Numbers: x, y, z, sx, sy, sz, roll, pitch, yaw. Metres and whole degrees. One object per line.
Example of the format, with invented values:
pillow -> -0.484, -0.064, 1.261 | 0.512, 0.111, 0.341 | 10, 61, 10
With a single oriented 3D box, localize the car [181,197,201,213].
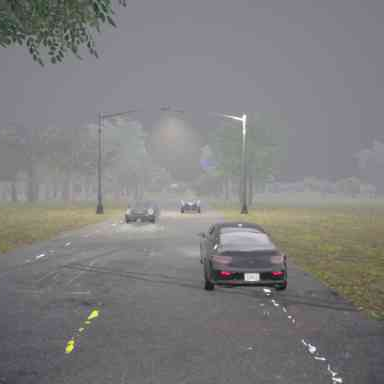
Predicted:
car -> -0.125, 1.377, 37.363 | 2.097, 1.767, 4.553 | 0, 0, 0

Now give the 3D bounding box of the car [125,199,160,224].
car -> -3.630, 1.359, 24.942 | 2.097, 1.767, 4.553 | 0, 0, 0

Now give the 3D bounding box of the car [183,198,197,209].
car -> -0.240, 1.606, 47.029 | 1.994, 1.385, 4.181 | 0, 0, 1

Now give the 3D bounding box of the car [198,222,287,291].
car -> 1.178, 1.524, 8.901 | 1.812, 1.442, 4.674 | 0, 0, 0
